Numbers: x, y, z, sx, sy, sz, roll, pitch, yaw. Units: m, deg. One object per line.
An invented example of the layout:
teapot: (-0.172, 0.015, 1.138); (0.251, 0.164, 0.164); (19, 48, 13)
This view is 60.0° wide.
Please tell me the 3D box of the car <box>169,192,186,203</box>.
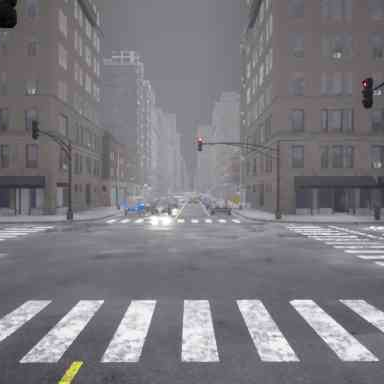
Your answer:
car: (-2.768, 1.226, 66.968); (2.150, 2.045, 5.566); (0, 0, 0)

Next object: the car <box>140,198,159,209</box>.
car: (-5.698, 1.568, 44.790); (1.947, 1.339, 4.313); (0, 0, 0)

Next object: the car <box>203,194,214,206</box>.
car: (2.827, 1.443, 44.763); (1.967, 1.590, 4.097); (0, 0, 0)

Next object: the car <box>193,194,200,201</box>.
car: (1.110, 1.447, 89.616); (1.801, 1.575, 5.366); (0, 0, 0)

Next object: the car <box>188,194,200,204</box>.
car: (0.227, 1.602, 63.024); (1.895, 1.301, 4.718); (0, 0, 0)

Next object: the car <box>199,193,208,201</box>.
car: (2.972, 1.309, 84.448); (2.192, 1.841, 5.009); (0, 0, 0)

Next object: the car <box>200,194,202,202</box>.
car: (2.890, 1.527, 61.940); (1.752, 1.417, 4.829); (0, 0, 0)

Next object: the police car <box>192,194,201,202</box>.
police car: (1.083, 1.421, 79.521); (1.930, 1.638, 5.238); (0, 0, -1)

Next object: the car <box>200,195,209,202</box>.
car: (2.952, 1.436, 78.779); (1.967, 1.590, 4.097); (0, 0, 0)

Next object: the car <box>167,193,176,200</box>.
car: (-5.533, 1.306, 90.136); (2.192, 1.841, 5.009); (0, 0, 0)

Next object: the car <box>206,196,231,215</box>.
car: (2.786, 1.442, 33.425); (1.967, 1.590, 4.097); (0, 0, 0)

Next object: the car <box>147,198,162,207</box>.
car: (-5.678, 1.585, 50.459); (1.802, 1.307, 4.206); (0, 0, 0)

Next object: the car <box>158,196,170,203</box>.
car: (-5.615, 1.566, 67.463); (1.947, 1.339, 4.313); (0, 0, 0)

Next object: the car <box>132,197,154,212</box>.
car: (-5.719, 1.442, 39.122); (1.967, 1.590, 4.097); (0, 0, 0)

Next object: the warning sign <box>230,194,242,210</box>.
warning sign: (5.209, 1.118, 39.410); (1.300, 1.860, 1.060); (0, 0, 0)

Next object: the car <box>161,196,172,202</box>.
car: (-5.595, 1.543, 73.131); (1.887, 1.381, 4.507); (0, 0, 0)

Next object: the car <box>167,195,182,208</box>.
car: (-2.927, 1.495, 46.588); (2.128, 1.511, 4.902); (0, 0, 1)

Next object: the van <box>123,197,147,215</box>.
van: (-5.740, 1.343, 33.454); (1.690, 1.788, 3.998); (0, 0, 0)

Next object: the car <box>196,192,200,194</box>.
car: (0.263, 1.291, 72.998); (1.882, 1.535, 5.008); (0, 0, 0)

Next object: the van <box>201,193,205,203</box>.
van: (2.868, 1.343, 56.101); (1.690, 1.788, 3.998); (0, 0, 0)

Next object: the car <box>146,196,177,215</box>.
car: (-2.984, 1.493, 33.593); (2.128, 1.511, 4.902); (0, 0, 0)

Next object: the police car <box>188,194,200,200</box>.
police car: (0.618, 1.414, 95.445); (1.930, 1.638, 5.238); (0, 0, -16)

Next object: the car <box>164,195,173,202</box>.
car: (-5.575, 1.521, 78.630); (1.752, 1.417, 4.829); (0, 0, 0)

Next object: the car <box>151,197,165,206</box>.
car: (-5.657, 1.568, 56.127); (1.947, 1.339, 4.313); (0, 0, 0)
